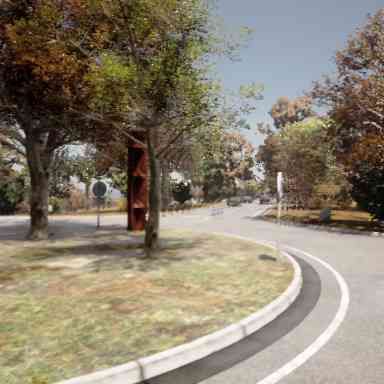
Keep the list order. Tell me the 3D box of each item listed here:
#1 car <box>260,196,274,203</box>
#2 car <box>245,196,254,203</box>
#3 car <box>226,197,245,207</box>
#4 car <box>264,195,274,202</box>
[{"bbox_3d":[15.030,1.616,67.993,2.033,1.411,5.357,0,0,17],"label":"car"},{"bbox_3d":[11.725,1.577,69.152,2.033,1.411,5.357,0,0,17],"label":"car"},{"bbox_3d":[6.798,1.600,53.365,1.837,1.490,4.892,0,1,17],"label":"car"},{"bbox_3d":[18.089,1.579,77.954,1.882,1.535,5.008,0,0,17],"label":"car"}]
